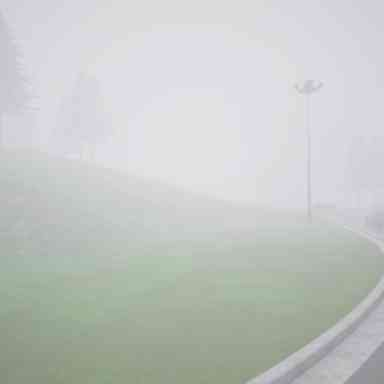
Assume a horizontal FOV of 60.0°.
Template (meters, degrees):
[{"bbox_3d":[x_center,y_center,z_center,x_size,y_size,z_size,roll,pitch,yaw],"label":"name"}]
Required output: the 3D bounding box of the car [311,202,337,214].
[{"bbox_3d":[17.351,2.049,44.044,1.882,1.535,5.008,0,-1,0],"label":"car"}]

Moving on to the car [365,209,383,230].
[{"bbox_3d":[13.588,1.852,23.345,1.994,1.385,4.181,0,-1,15],"label":"car"}]
